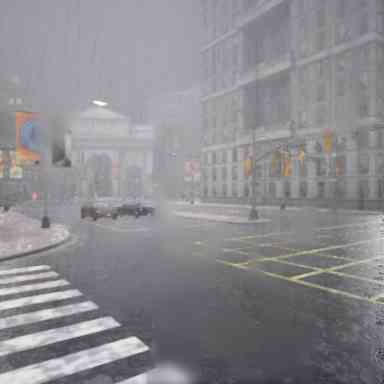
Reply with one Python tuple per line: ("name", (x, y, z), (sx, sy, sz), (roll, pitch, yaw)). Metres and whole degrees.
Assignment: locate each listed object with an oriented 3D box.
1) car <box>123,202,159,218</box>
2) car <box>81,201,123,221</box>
("car", (-4.776, 1.529, 29.128), (1.895, 1.301, 4.718), (0, 0, -35))
("car", (-7.627, 1.473, 27.098), (1.812, 1.442, 4.674), (0, 0, -35))
